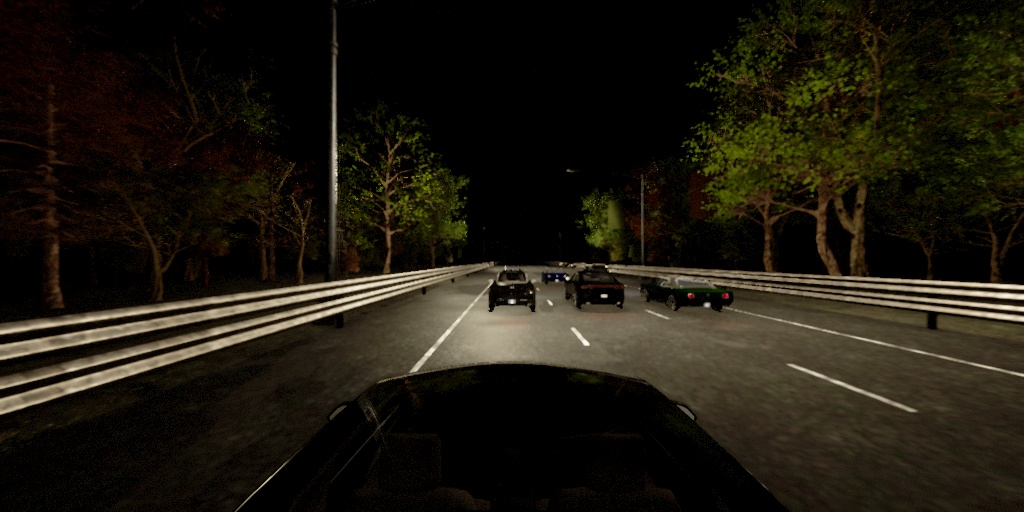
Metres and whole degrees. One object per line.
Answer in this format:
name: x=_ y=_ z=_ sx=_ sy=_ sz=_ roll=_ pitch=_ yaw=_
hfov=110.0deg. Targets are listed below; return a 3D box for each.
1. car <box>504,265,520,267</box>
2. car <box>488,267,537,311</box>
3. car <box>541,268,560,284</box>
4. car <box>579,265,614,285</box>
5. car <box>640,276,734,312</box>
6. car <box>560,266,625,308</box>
car: x=0.021 y=1.537 z=30.338 sx=2.128 sy=1.511 sz=4.902 roll=0 pitch=0 yaw=0
car: x=0.021 y=1.399 z=15.342 sx=1.837 sy=1.490 sz=4.892 roll=0 pitch=0 yaw=0
car: x=3.517 y=1.643 z=30.078 sx=1.895 sy=1.301 sz=4.718 roll=0 pitch=-1 yaw=0
car: x=7.022 y=1.552 z=30.354 sx=1.837 sy=1.490 sz=4.892 roll=0 pitch=0 yaw=1
car: x=7.017 y=1.490 z=15.082 sx=1.895 sy=1.301 sz=4.718 roll=0 pitch=-1 yaw=0
car: x=3.529 y=1.377 z=16.088 sx=1.882 sy=1.535 sz=5.008 roll=0 pitch=0 yaw=1
